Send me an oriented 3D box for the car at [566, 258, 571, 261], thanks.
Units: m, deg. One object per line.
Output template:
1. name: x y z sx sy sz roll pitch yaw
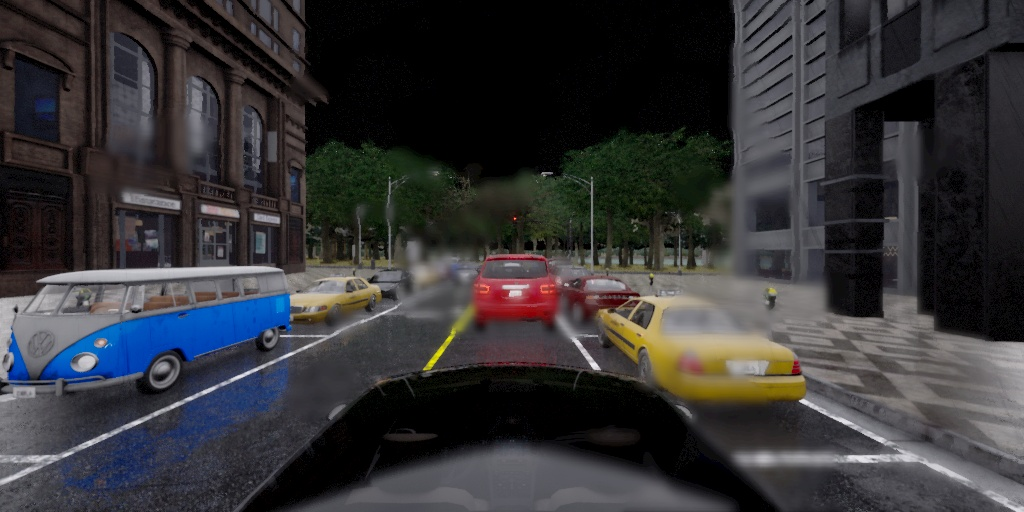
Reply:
1. car: 2.770 1.063 22.646 2.192 1.841 5.009 0 0 0

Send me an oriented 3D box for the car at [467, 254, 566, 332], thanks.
1. car: 0.106 0.970 11.029 2.150 2.045 5.566 0 0 0

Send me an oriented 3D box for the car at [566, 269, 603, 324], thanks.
1. car: 2.766 1.293 11.771 1.888 1.381 4.507 0 0 0

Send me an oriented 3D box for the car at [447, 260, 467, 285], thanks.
1. car: -3.038 1.240 26.056 2.128 1.511 4.902 0 0 1

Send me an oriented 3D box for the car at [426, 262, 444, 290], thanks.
1. car: -5.755 1.274 22.479 1.751 1.417 4.829 0 0 0

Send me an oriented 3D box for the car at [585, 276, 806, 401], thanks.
1. car: 2.764 1.274 6.503 1.751 1.417 4.829 0 0 0

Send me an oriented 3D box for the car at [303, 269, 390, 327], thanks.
1. car: -5.759 1.274 11.604 1.751 1.417 4.829 0 0 0

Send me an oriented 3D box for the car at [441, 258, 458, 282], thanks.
1. car: -5.753 1.188 28.086 1.967 1.591 4.097 0 0 0

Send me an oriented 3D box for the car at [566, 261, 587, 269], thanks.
1. car: 2.768 1.188 17.208 1.967 1.591 4.097 0 0 0

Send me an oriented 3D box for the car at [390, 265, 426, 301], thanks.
1. car: -5.757 1.314 17.211 1.948 1.339 4.313 0 0 0

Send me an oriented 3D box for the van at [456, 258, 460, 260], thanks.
1. van: -5.751 1.090 33.524 1.690 1.789 3.998 0 0 0

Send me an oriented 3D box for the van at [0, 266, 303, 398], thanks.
1. van: -5.761 1.090 6.336 1.690 1.789 3.998 0 0 0
